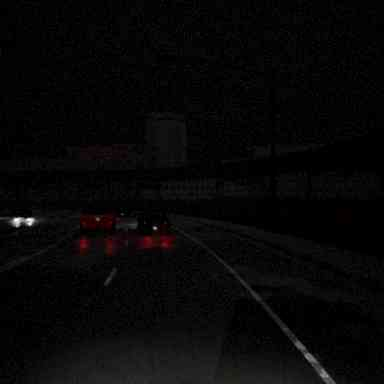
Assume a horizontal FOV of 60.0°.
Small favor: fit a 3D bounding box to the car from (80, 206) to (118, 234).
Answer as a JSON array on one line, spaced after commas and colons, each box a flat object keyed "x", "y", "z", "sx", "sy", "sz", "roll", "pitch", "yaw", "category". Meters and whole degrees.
[{"x": -6.342, "y": 1.774, "z": 22.778, "sx": 2.097, "sy": 1.767, "sz": 4.553, "roll": 0, "pitch": -1, "yaw": -12, "category": "car"}]

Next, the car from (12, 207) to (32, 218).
[{"x": -22.162, "y": 2.624, "z": 43.304, "sx": 1.895, "sy": 1.301, "sz": 4.718, "roll": 0, "pitch": -1, "yaw": -34, "category": "car"}]

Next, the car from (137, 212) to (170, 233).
[{"x": -2.752, "y": 2.001, "z": 22.765, "sx": 1.895, "sy": 1.301, "sz": 4.718, "roll": 0, "pitch": -1, "yaw": -12, "category": "car"}]

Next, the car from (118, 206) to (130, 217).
[{"x": -9.381, "y": 2.451, "z": 42.314, "sx": 1.895, "sy": 1.301, "sz": 4.718, "roll": 0, "pitch": -1, "yaw": -26, "category": "car"}]

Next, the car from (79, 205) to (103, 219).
[{"x": -12.410, "y": 2.398, "z": 40.726, "sx": 2.033, "sy": 1.411, "sz": 5.357, "roll": 0, "pitch": -1, "yaw": -26, "category": "car"}]
